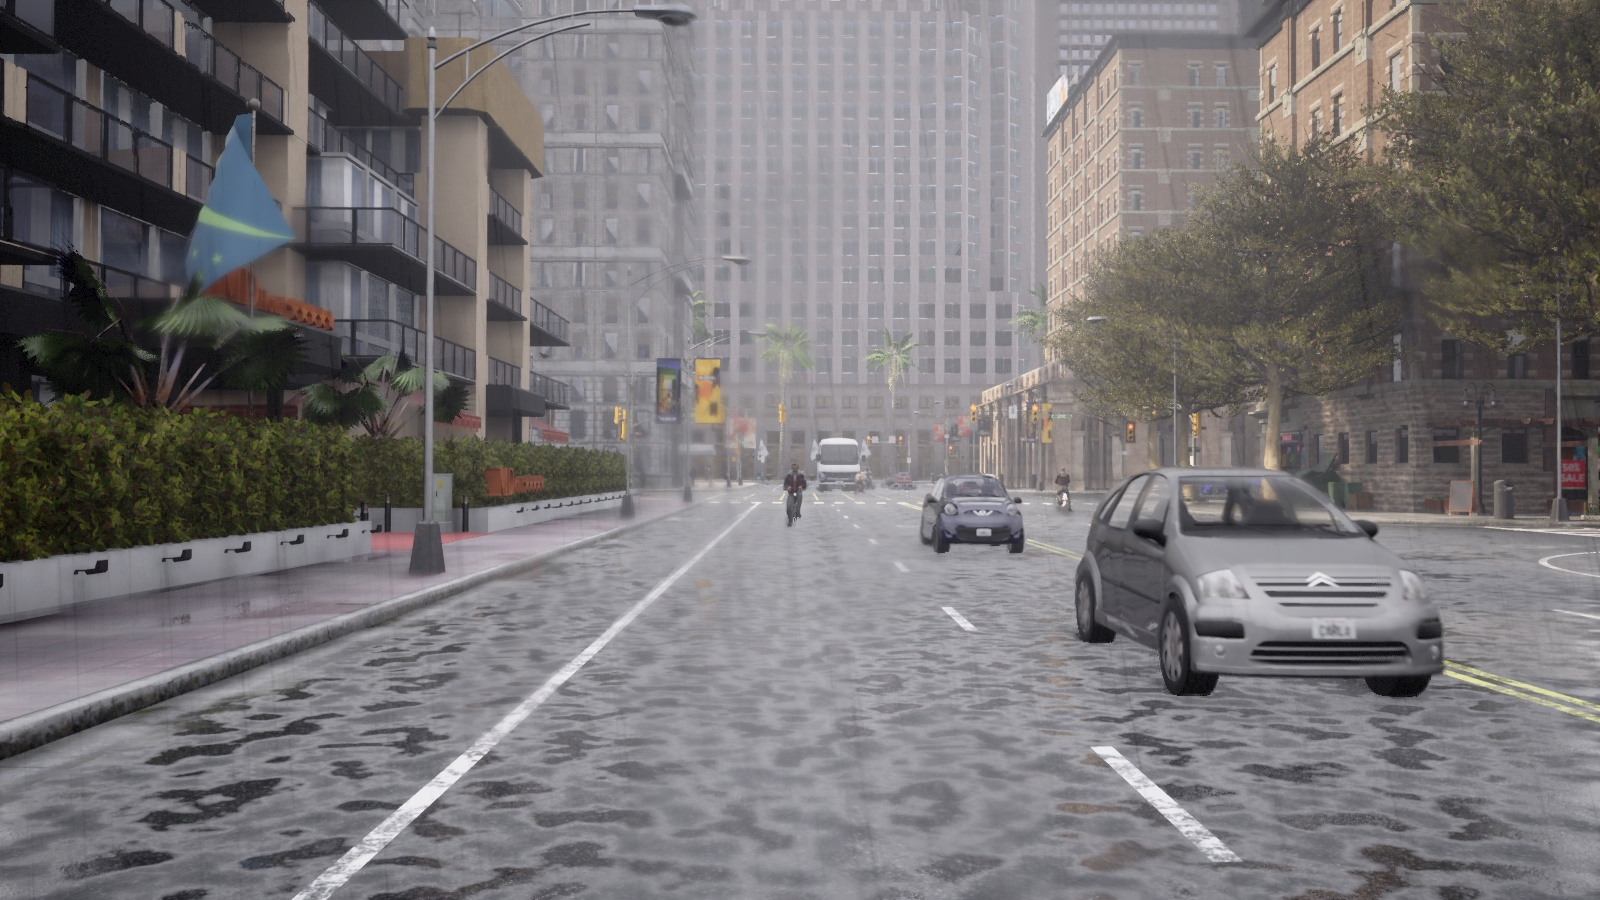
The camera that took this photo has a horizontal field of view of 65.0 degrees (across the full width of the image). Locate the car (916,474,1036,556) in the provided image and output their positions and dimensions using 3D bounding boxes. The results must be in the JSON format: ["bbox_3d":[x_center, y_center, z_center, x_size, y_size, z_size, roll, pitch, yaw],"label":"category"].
[{"bbox_3d":[3.407,1.233,24.945,1.845,1.501,3.633,0,-1,0],"label":"car"}]

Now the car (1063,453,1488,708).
[{"bbox_3d":[3.461,0.867,10.032,1.851,1.617,3.988,0,-1,0],"label":"car"}]
